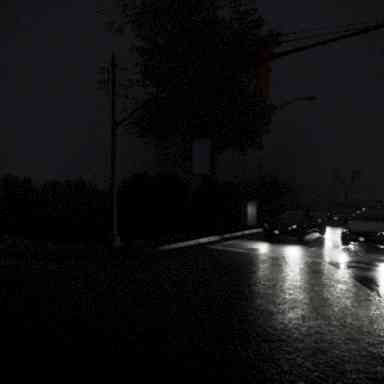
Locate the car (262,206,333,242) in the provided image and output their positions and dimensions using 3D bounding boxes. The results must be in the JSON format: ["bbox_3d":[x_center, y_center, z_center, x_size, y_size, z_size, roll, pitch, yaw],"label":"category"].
[{"bbox_3d":[5.306,1.524,16.764,1.812,1.442,4.674,0,0,40],"label":"car"}]

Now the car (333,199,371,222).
[{"bbox_3d":[11.037,1.481,23.949,2.128,1.511,4.902,0,0,38],"label":"car"}]

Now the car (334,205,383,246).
[{"bbox_3d":[8.014,1.525,14.546,1.812,1.442,4.674,0,0,40],"label":"car"}]

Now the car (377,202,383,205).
[{"bbox_3d":[13.435,1.517,21.341,1.812,1.442,4.674,0,0,38],"label":"car"}]

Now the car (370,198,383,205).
[{"bbox_3d":[18.636,1.427,33.672,1.882,1.535,5.008,0,0,38],"label":"car"}]
